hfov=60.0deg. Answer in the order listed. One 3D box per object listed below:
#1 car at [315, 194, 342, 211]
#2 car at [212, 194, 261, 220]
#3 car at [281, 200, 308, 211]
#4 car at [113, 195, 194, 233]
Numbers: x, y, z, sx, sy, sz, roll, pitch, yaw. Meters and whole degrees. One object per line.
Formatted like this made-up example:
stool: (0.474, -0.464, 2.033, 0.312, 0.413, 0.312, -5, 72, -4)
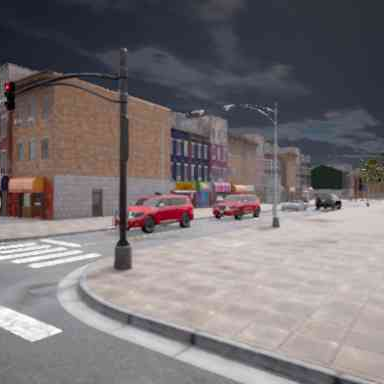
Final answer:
car: (17.156, 1.231, 41.683, 2.150, 2.045, 5.566, 0, 0, 36)
car: (3.926, 1.216, 28.363, 2.150, 2.045, 5.566, 0, 0, 36)
car: (12.265, 1.597, 39.894, 1.895, 1.301, 4.718, 0, 0, 36)
car: (-2.109, 1.217, 19.983, 2.150, 2.045, 5.566, 0, 0, 36)
